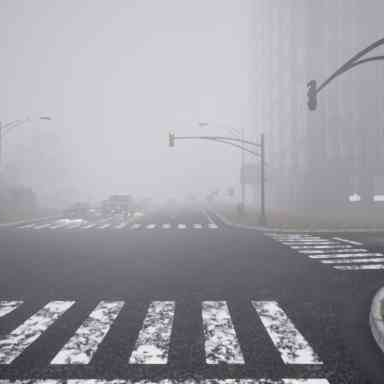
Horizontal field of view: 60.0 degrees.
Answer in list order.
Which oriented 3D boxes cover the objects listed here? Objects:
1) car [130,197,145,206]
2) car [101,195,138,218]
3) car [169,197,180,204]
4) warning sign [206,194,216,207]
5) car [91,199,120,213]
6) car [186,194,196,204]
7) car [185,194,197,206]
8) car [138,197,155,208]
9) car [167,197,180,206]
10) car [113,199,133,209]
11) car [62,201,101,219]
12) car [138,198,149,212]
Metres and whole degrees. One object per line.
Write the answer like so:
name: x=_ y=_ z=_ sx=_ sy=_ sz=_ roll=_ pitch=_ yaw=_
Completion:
car: x=-10.061 y=1.697 z=61.556 sx=1.837 sy=1.490 sz=4.892 roll=0 pitch=-1 yaw=0
car: x=-6.736 y=1.275 z=30.862 sx=2.150 sy=2.045 sz=5.566 roll=0 pitch=0 yaw=0
car: x=-3.565 y=1.788 z=69.361 sx=2.033 sy=1.411 sz=5.357 roll=0 pitch=0 yaw=0
warning sign: x=2.615 y=1.227 z=47.073 sx=1.300 sy=1.860 sz=1.060 roll=-1 pitch=-2 yaw=0
car: x=-10.021 y=1.627 z=39.016 sx=2.033 sy=1.411 sz=5.357 roll=0 pitch=0 yaw=0
car: x=-0.263 y=1.471 z=70.639 sx=2.150 sy=2.045 sz=5.566 roll=0 pitch=0 yaw=0
car: x=-0.171 y=1.534 z=60.302 sx=2.097 sy=1.767 sz=4.553 roll=0 pitch=0 yaw=0
car: x=-6.812 y=1.480 z=50.395 sx=2.097 sy=1.767 sz=4.553 roll=0 pitch=0 yaw=-1
car: x=-3.519 y=1.702 z=59.358 sx=1.812 sy=1.442 sz=4.674 roll=0 pitch=0 yaw=0
car: x=-10.054 y=1.685 z=48.950 sx=1.994 sy=1.385 sz=4.181 roll=0 pitch=0 yaw=0
car: x=-9.981 y=1.614 z=29.773 sx=1.994 sy=1.385 sz=4.181 roll=0 pitch=0 yaw=0
car: x=-6.779 y=1.686 z=40.623 sx=1.895 sy=1.301 sz=4.718 roll=0 pitch=0 yaw=0
